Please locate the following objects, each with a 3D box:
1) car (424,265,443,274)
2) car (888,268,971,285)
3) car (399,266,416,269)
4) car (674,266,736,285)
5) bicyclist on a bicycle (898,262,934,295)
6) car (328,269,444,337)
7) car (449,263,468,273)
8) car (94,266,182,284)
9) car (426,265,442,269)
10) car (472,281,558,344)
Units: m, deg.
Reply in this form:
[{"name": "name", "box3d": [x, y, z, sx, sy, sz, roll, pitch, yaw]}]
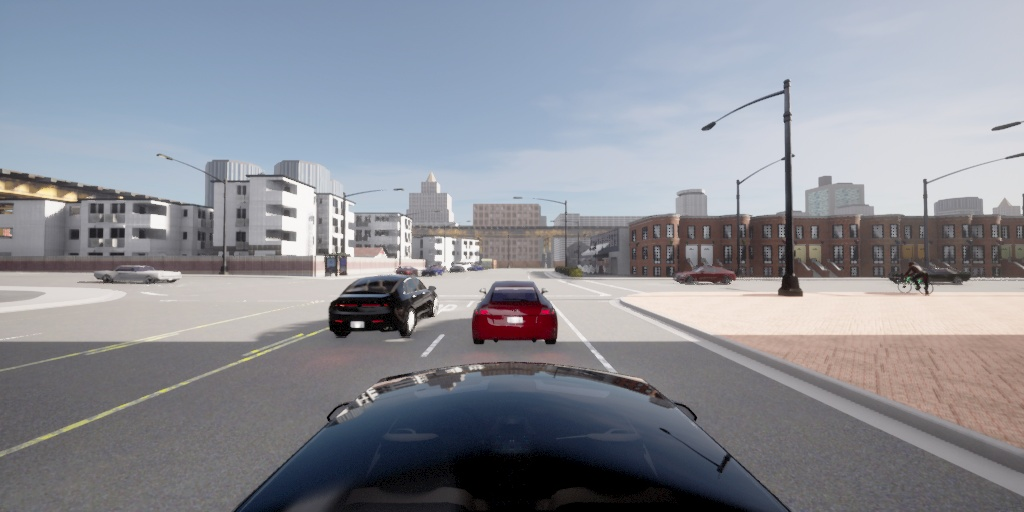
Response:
[{"name": "car", "box3d": [-12.959, 2.179, 59.618, 1.812, 1.442, 4.674, 0, -1, 4]}, {"name": "car", "box3d": [33.383, 1.637, 28.822, 4.718, 1.301, 1.895, 0, -1, 1]}, {"name": "car", "box3d": [-13.671, 1.959, 46.696, 1.994, 1.385, 4.181, 0, -1, 2]}, {"name": "car", "box3d": [15.652, 1.571, 29.186, 4.674, 1.442, 1.812, 0, -1, 1]}, {"name": "bicyclist on a bicycle", "box3d": [20.347, 1.128, 18.119, 0.582, 1.620, 1.656, 0, -1, 1]}, {"name": "car", "box3d": [-3.450, 1.293, 10.430, 1.837, 1.490, 4.892, 0, 0, 0]}, {"name": "car", "box3d": [-9.341, 2.288, 61.308, 1.895, 1.301, 4.718, 0, -1, 4]}, {"name": "car", "box3d": [-27.213, 1.353, 26.232, 4.718, 1.301, 1.895, 1, -1, -1]}, {"name": "car", "box3d": [-10.184, 1.987, 46.217, 1.895, 1.301, 4.718, 0, -1, 3]}, {"name": "car", "box3d": [0.054, 1.346, 9.656, 1.994, 1.385, 4.181, 0, 0, 0]}]
